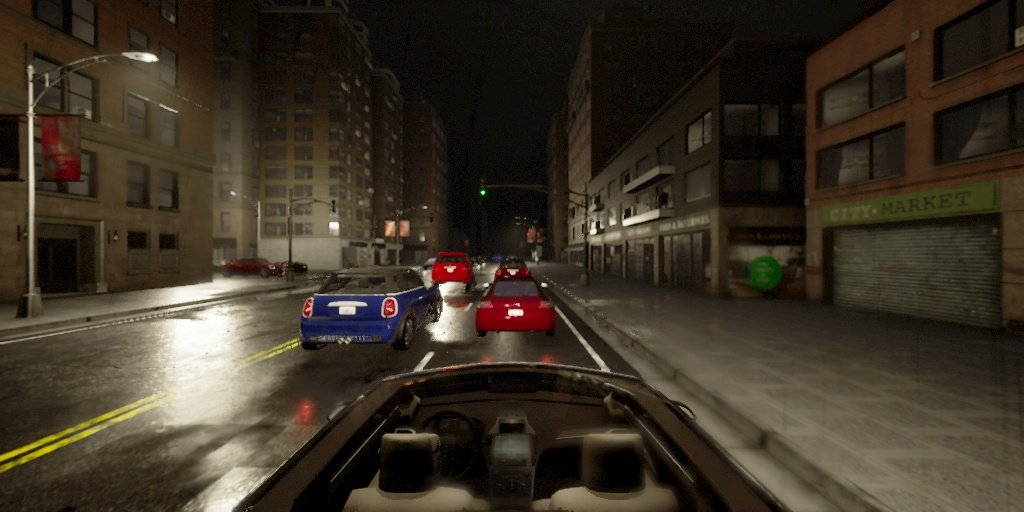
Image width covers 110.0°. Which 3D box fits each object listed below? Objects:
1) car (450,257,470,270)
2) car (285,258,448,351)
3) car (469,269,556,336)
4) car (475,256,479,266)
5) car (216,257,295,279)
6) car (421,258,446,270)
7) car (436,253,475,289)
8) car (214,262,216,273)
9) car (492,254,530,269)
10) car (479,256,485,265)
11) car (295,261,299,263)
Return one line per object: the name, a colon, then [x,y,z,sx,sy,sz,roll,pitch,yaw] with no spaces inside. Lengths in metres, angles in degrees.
car: [-6.601,0.937,45.590,1.837,1.490,4.892,0,0,0]
car: [-3.148,1.047,8.979,2.097,1.767,4.553,0,0,0]
car: [0.094,1.250,10.204,1.994,1.385,4.181,0,0,0]
car: [-6.591,0.874,54.702,1.837,1.490,4.892,0,0,0]
car: [-20.796,0.892,29.210,4.553,1.767,2.097,0,0,2]
car: [-9.855,0.979,45.677,2.033,1.411,5.357,0,0,0]
car: [-3.477,0.824,21.401,2.150,2.045,5.566,0,0,-5]
car: [-27.814,1.078,34.800,4.403,1.370,2.007,0,0,0]
car: [0.068,0.948,22.319,2.097,1.767,4.553,0,0,0]
car: [-6.523,0.806,64.685,1.837,1.490,4.892,0,0,1]
car: [-22.152,1.093,34.774,4.313,1.339,1.948,0,0,0]
